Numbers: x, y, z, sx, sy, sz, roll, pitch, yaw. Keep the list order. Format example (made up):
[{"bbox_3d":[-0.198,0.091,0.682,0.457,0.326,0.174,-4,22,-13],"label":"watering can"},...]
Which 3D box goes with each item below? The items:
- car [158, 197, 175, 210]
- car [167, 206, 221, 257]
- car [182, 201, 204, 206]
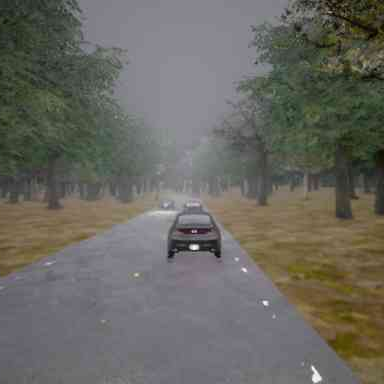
[{"bbox_3d":[-3.088,1.409,41.541,2.128,1.511,4.902,0,0,0],"label":"car"},{"bbox_3d":[0.086,1.500,12.963,1.837,1.490,4.892,0,0,0],"label":"car"},{"bbox_3d":[0.090,1.492,29.003,1.812,1.442,4.674,0,0,0],"label":"car"}]
